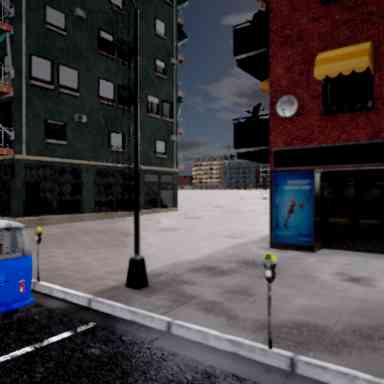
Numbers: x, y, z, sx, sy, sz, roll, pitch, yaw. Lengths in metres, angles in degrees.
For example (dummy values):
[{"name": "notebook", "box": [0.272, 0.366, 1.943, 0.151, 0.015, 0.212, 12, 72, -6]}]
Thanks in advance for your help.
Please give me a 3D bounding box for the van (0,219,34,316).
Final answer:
[{"name": "van", "box": [-4.642, 1.332, 6.187, 3.998, 1.788, 1.690, 0, 0, 35]}]
